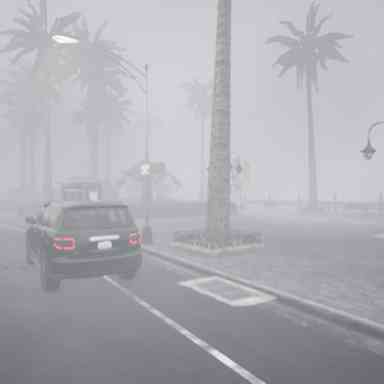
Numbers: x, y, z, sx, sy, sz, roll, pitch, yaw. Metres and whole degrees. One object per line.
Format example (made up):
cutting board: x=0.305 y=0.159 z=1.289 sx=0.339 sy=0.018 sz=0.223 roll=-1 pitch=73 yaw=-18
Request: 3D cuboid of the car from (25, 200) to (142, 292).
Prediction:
car: x=-3.305 y=1.254 z=9.463 sx=2.150 sy=2.045 sz=5.566 roll=0 pitch=0 yaw=-32
